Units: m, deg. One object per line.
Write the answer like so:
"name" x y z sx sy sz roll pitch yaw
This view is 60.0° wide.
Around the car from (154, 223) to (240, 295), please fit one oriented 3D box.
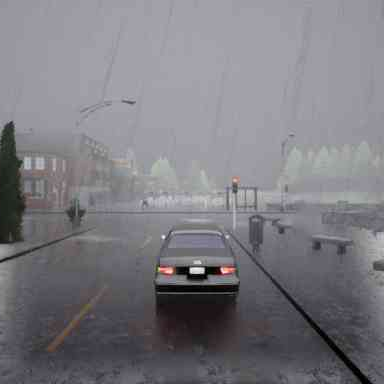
"car" 0.098 1.547 8.855 2.033 1.411 5.357 0 0 0
